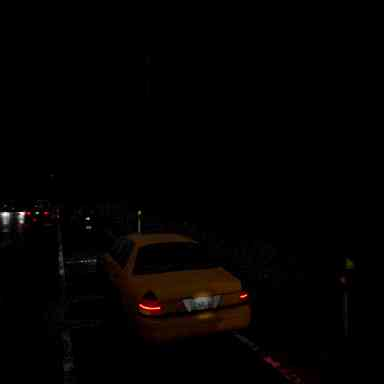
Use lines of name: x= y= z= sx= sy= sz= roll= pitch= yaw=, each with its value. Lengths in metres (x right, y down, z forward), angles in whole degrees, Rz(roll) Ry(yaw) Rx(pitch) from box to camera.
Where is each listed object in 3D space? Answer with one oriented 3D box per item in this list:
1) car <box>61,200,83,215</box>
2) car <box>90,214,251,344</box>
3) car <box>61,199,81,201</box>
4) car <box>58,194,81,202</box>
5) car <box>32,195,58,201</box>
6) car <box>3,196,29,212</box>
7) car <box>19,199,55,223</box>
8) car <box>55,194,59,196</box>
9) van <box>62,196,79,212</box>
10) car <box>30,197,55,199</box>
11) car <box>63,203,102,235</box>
car: x=-8.112 y=1.552 z=23.883 sx=2.008 sy=1.369 sz=4.403 roll=0 pitch=0 yaw=-22
car: x=-0.832 y=1.457 z=6.796 sx=1.801 sy=1.575 sz=5.366 roll=0 pitch=0 yaw=-22
car: x=-10.197 y=1.567 z=28.998 sx=1.947 sy=1.339 sz=4.313 roll=0 pitch=0 yaw=-22
car: x=-12.282 y=1.316 z=34.114 sx=2.192 sy=1.841 sz=5.009 roll=0 pitch=0 yaw=-22
car: x=-18.194 y=1.494 z=41.282 sx=2.128 sy=1.511 sz=4.902 roll=0 pitch=0 yaw=-21
car: x=-20.441 y=1.527 z=38.557 sx=1.812 sy=1.442 sz=4.674 roll=0 pitch=0 yaw=-22
car: x=-11.951 y=1.549 z=25.987 sx=2.033 sy=1.411 sz=5.357 roll=0 pitch=0 yaw=-22
car: x=-31.200 y=1.470 z=79.763 sx=1.967 sy=1.590 sz=4.097 roll=0 pitch=0 yaw=-23
van: x=-14.367 y=1.343 z=39.228 sx=1.690 sy=1.788 sz=3.998 roll=0 pitch=0 yaw=-22
car: x=-16.009 y=1.527 z=35.685 sx=1.812 sy=1.442 sz=4.674 roll=0 pitch=0 yaw=-22
car: x=-6.027 y=1.551 z=18.768 sx=2.008 sy=1.369 sz=4.403 roll=0 pitch=0 yaw=-22
